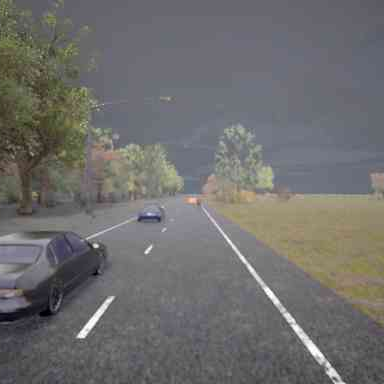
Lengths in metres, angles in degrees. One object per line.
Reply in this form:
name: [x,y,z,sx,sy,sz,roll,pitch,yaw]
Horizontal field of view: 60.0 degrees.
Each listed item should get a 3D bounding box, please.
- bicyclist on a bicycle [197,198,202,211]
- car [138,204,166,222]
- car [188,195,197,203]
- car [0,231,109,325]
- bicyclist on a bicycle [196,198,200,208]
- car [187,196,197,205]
bicyclist on a bicycle: [0.995,1.686,43.718,0.582,1.620,1.656,0,-1,0]
car: [-3.381,1.716,28.379,1.994,1.385,4.181,0,0,0]
car: [0.063,1.718,81.442,2.097,1.767,4.553,0,0,0]
car: [-3.397,1.588,7.498,2.033,1.411,5.357,0,0,0]
bicyclist on a bicycle: [1.002,1.734,52.719,0.582,1.620,1.656,0,-1,0]
car: [0.056,1.734,71.199,2.097,1.767,4.553,0,0,0]
